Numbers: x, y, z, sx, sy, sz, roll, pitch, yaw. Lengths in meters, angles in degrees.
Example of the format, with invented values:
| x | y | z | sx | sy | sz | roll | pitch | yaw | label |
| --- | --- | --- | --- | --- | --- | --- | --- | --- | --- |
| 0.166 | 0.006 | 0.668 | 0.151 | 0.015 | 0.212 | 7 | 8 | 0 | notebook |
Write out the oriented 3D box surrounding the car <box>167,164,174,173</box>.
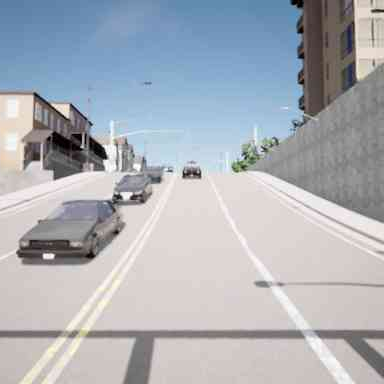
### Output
| x | y | z | sx | sy | sz | roll | pitch | yaw | label |
| --- | --- | --- | --- | --- | --- | --- | --- | --- | --- |
| -3.512 | -3.194 | 47.112 | 2.128 | 1.511 | 4.902 | 0 | 1 | 0 | car |

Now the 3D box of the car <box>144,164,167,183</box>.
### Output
| x | y | z | sx | sy | sz | roll | pitch | yaw | label |
| --- | --- | --- | --- | --- | --- | --- | --- | --- | --- |
| -3.574 | -1.597 | 29.254 | 1.994 | 1.385 | 4.181 | 0 | 9 | 0 | car |

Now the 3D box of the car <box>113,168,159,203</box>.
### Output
| x | y | z | sx | sy | sz | roll | pitch | yaw | label |
| --- | --- | --- | --- | --- | --- | --- | --- | --- | --- |
| -3.575 | -0.330 | 20.596 | 2.128 | 1.511 | 4.902 | 0 | 9 | 0 | car |

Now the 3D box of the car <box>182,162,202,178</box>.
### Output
| x | y | z | sx | sy | sz | roll | pitch | yaw | label |
| --- | --- | --- | --- | --- | --- | --- | --- | --- | --- |
| -0.003 | -2.153 | 33.163 | 1.895 | 1.301 | 4.718 | 0 | 8 | 0 | car |

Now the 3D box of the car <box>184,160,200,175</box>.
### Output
| x | y | z | sx | sy | sz | roll | pitch | yaw | label |
| --- | --- | --- | --- | --- | --- | --- | --- | --- | --- |
| 0.020 | -3.376 | 46.300 | 2.097 | 1.767 | 4.553 | 0 | 2 | 0 | car |

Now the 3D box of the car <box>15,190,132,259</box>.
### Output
| x | y | z | sx | sy | sz | roll | pitch | yaw | label |
| --- | --- | --- | --- | --- | --- | --- | --- | --- | --- |
| -3.587 | 0.986 | 10.957 | 2.033 | 1.411 | 5.357 | 0 | 5 | 0 | car |
